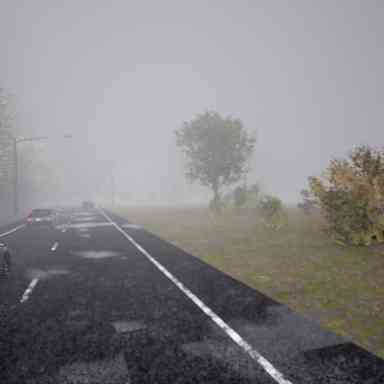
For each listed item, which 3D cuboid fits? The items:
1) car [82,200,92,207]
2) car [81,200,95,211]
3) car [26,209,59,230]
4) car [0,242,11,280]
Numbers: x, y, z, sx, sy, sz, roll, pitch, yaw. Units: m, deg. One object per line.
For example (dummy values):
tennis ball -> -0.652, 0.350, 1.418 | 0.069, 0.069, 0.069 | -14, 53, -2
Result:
car -> -22.167, 2.380, 70.129 | 1.837, 1.490, 4.892 | -1, 0, -18
car -> -16.521, 2.135, 52.974 | 1.882, 1.535, 5.008 | -1, 0, -18
car -> -11.122, 1.946, 24.886 | 2.033, 1.411, 5.357 | -1, 0, -18
car -> -5.503, 1.669, 7.491 | 2.128, 1.511, 4.902 | -1, 0, -18
